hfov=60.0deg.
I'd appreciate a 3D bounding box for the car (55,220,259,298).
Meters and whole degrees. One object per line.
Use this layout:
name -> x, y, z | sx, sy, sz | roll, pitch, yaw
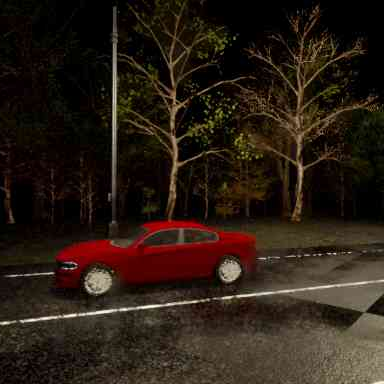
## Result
car -> -0.752, 1.502, 8.408 | 5.008, 1.535, 1.882 | 0, 0, -19
